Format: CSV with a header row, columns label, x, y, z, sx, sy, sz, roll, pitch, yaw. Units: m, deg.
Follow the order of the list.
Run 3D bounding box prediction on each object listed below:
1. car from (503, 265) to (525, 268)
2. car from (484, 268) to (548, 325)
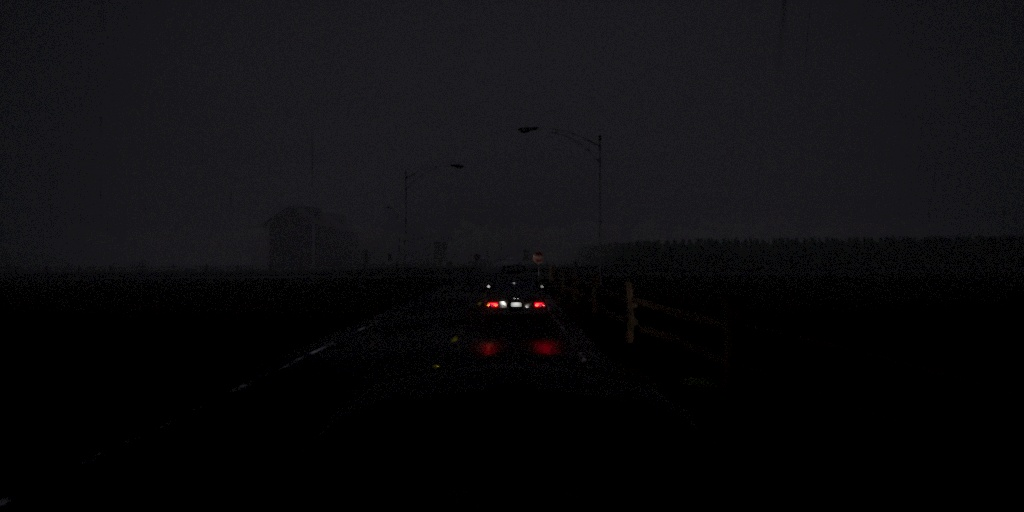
label,x,y,z,sx,sy,sz,roll,pitch,yaw
car,0.116,1.261,21.909,1.837,1.490,4.892,0,0,0
car,0.108,1.300,11.736,2.033,1.411,5.357,0,0,0
